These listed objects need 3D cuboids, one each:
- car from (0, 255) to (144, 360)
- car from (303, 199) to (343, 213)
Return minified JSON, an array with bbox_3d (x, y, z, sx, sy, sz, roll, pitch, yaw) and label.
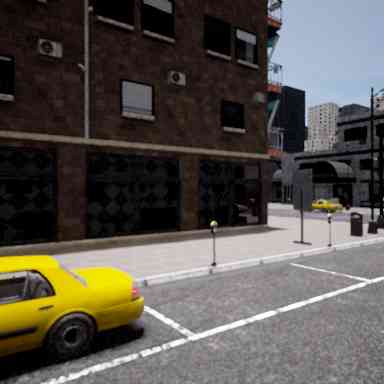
[{"bbox_3d":[-3.035,1.525,4.395,4.829,1.417,1.752,0,0,-36],"label":"car"},{"bbox_3d":[13.614,1.433,35.630,1.752,1.417,4.829,0,0,-35],"label":"car"}]
